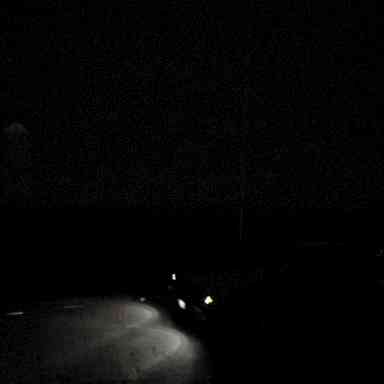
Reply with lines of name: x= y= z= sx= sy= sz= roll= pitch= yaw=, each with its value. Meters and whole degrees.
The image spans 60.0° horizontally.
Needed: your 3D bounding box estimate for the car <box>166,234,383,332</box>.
car: x=2.221 y=1.671 z=7.094 sx=5.357 sy=1.411 sz=2.033 roll=2 pitch=2 yaw=-26
